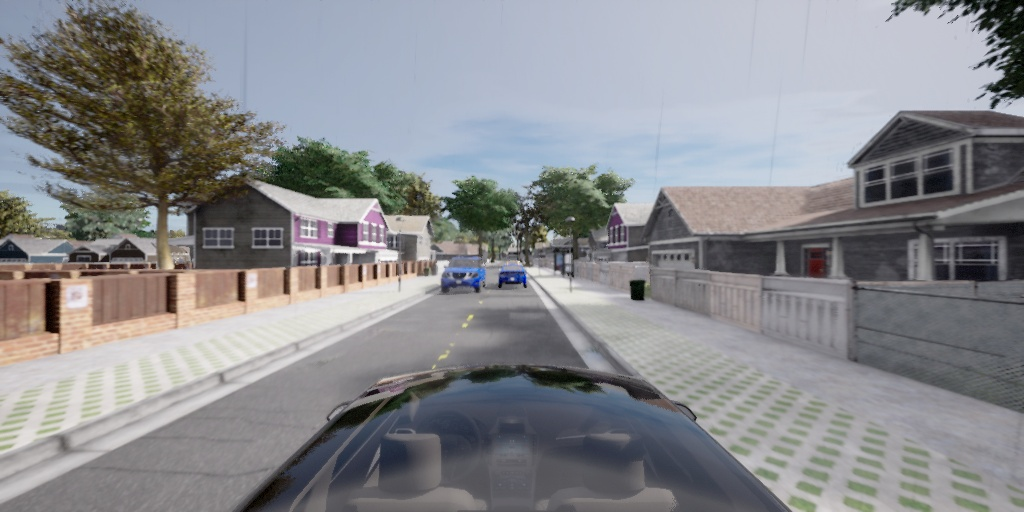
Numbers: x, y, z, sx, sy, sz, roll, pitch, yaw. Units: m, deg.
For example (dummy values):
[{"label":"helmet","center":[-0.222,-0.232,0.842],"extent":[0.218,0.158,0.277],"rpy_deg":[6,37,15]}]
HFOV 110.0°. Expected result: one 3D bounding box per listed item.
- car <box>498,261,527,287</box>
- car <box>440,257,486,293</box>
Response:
[{"label":"car","center":[0.056,1.308,25.192],"extent":[1.882,1.535,5.008],"rpy_deg":[0,0,1]},{"label":"car","center":[-2.766,1.043,21.528],"extent":[2.150,2.045,5.566],"rpy_deg":[0,-1,0]}]
